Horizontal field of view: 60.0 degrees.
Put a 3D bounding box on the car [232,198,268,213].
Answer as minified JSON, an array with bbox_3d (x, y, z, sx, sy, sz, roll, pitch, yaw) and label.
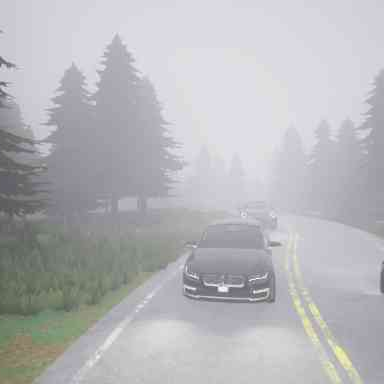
[{"bbox_3d":[6.150,1.411,35.719,1.837,1.490,4.892,2,-1,-16],"label":"car"}]

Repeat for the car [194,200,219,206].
[{"bbox_3d":[1.853,1.799,44.838,1.812,1.442,4.674,3,-5,-35],"label":"car"}]

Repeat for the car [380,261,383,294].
[{"bbox_3d":[4.486,1.309,4.624,2.097,1.767,4.553,-1,0,8],"label":"car"}]

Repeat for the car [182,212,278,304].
[{"bbox_3d":[1.078,1.496,8.389,1.837,1.490,4.892,-1,0,12],"label":"car"}]

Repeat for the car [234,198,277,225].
[{"bbox_3d":[3.846,1.271,20.346,2.097,1.767,4.553,-1,0,5],"label":"car"}]
